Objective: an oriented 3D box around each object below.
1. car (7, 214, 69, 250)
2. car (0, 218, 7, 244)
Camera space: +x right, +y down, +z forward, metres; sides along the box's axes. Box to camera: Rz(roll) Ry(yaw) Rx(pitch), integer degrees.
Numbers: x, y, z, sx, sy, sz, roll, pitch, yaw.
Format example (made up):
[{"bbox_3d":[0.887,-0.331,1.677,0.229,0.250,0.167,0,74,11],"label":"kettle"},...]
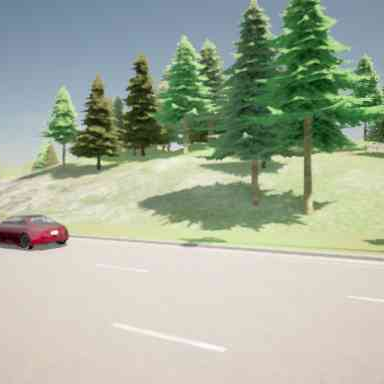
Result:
[{"bbox_3d":[-7.581,1.705,15.039,4.181,1.385,1.994,-1,0,28],"label":"car"},{"bbox_3d":[-9.303,1.630,11.992,4.902,1.511,2.128,0,0,28],"label":"car"}]
